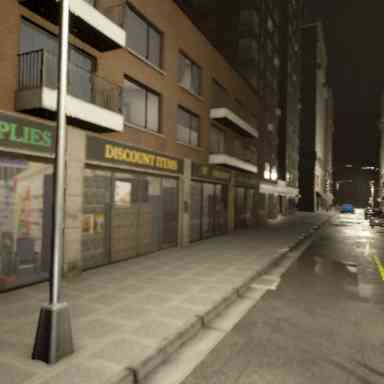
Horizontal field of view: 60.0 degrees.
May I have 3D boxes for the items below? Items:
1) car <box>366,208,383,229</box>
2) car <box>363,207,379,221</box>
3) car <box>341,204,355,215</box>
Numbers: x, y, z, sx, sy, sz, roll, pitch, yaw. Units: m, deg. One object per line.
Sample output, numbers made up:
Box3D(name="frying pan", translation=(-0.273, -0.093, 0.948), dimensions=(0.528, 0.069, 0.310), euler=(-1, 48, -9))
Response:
Box3D(name="car", translation=(15.539, 2.299, 27.085), dimensions=(1.895, 1.301, 4.718), euler=(1, -1, 26))
Box3D(name="car", translation=(20.286, 2.433, 37.122), dimensions=(2.128, 1.511, 4.902), euler=(1, -1, 26))
Box3D(name="car", translation=(24.621, 2.735, 52.681), dimensions=(1.882, 1.535, 5.008), euler=(1, -1, 26))
